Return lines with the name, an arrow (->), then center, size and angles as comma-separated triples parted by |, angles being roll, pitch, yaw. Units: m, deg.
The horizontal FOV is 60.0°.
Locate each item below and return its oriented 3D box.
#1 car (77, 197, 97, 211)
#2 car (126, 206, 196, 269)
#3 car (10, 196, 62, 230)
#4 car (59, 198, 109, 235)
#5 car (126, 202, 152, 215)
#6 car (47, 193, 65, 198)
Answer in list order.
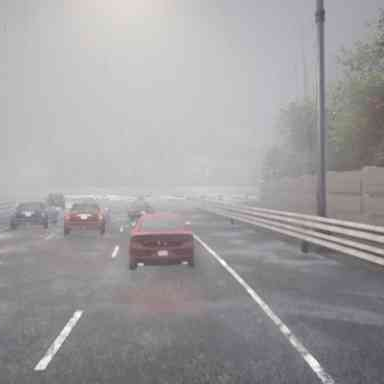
car -> -12.960, 1.452, 40.811 | 1.837, 1.490, 4.892 | 0, 0, -24
car -> -1.026, 1.442, 11.134 | 1.882, 1.535, 5.008 | 0, 0, -6
car -> -10.090, 1.352, 21.579 | 2.097, 1.767, 4.553 | -1, 0, -13
car -> -5.915, 1.327, 19.054 | 2.097, 1.767, 4.553 | -1, 0, -11
car -> -4.131, 1.494, 26.511 | 1.994, 1.385, 4.181 | 0, 0, -15
car -> -17.172, 1.201, 41.663 | 2.150, 2.045, 5.566 | -1, 0, -25
